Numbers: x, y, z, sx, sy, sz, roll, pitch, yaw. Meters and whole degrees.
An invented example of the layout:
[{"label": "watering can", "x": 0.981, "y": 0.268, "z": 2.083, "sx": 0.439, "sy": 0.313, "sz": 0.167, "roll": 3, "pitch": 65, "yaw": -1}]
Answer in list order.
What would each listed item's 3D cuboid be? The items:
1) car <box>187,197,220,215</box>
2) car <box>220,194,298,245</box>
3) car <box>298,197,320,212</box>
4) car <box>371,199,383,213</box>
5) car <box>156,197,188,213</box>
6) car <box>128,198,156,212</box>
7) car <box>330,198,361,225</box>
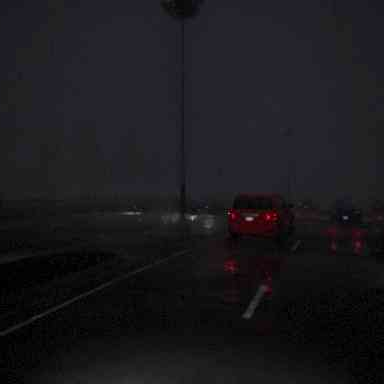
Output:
[{"label": "car", "x": 1.584, "y": 1.311, "z": 31.454, "sx": 1.812, "sy": 1.442, "sz": 4.674, "roll": 0, "pitch": 0, "yaw": 24}, {"label": "car", "x": 3.331, "y": 1.115, "z": 15.396, "sx": 2.150, "sy": 2.045, "sz": 5.566, "roll": 0, "pitch": 0, "yaw": 24}, {"label": "car", "x": 12.488, "y": 1.278, "z": 35.690, "sx": 1.812, "sy": 1.442, "sz": 4.674, "roll": 0, "pitch": 0, "yaw": 24}, {"label": "car", "x": 18.769, "y": 1.371, "z": 32.591, "sx": 1.895, "sy": 1.301, "sz": 4.718, "roll": 0, "pitch": 0, "yaw": 24}, {"label": "car", "x": -1.198, "y": 1.262, "z": 33.807, "sx": 2.128, "sy": 1.511, "sz": 4.902, "roll": 0, "pitch": 0, "yaw": 25}, {"label": "car", "x": -4.802, "y": 1.332, "z": 34.337, "sx": 1.994, "sy": 1.385, "sz": 4.181, "roll": 0, "pitch": 0, "yaw": 25}, {"label": "car", "x": 10.363, "y": 1.368, "z": 22.488, "sx": 1.812, "sy": 1.442, "sz": 4.674, "roll": 0, "pitch": 1, "yaw": 24}]
